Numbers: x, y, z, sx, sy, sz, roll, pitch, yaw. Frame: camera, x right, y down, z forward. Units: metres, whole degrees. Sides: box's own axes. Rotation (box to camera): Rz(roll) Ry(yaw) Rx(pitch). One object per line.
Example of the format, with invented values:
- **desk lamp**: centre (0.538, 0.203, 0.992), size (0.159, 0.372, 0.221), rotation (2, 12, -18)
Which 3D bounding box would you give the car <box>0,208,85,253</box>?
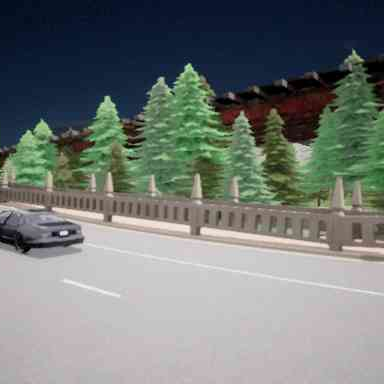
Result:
- **car**: centre (-6.387, 1.337, 12.791), size (5.357, 1.411, 2.033), rotation (3, 2, 36)
